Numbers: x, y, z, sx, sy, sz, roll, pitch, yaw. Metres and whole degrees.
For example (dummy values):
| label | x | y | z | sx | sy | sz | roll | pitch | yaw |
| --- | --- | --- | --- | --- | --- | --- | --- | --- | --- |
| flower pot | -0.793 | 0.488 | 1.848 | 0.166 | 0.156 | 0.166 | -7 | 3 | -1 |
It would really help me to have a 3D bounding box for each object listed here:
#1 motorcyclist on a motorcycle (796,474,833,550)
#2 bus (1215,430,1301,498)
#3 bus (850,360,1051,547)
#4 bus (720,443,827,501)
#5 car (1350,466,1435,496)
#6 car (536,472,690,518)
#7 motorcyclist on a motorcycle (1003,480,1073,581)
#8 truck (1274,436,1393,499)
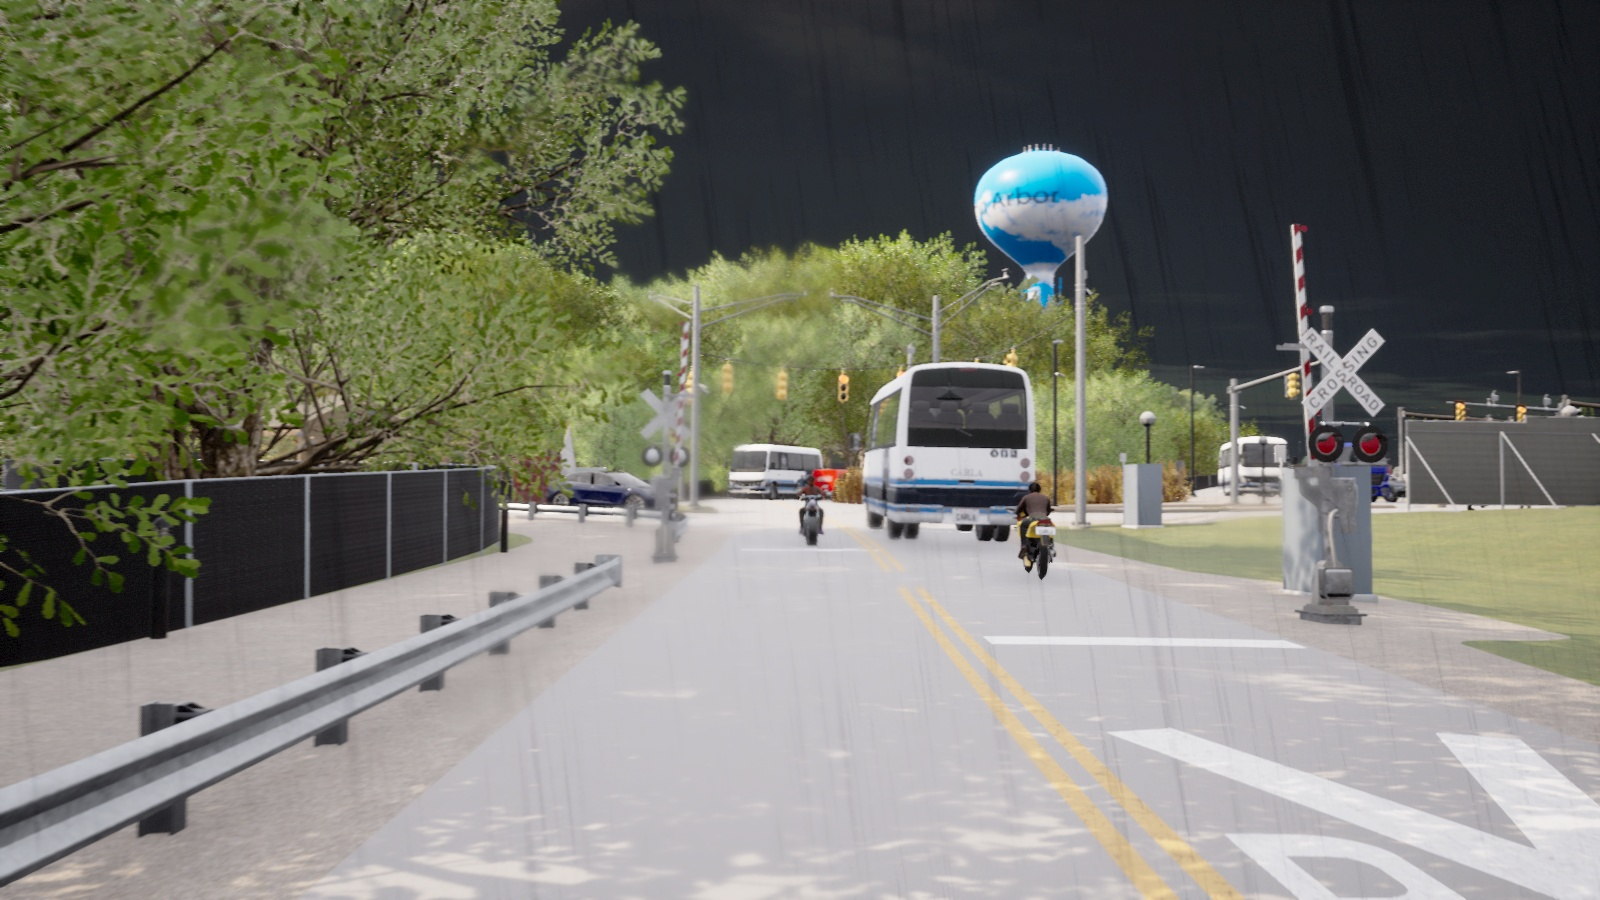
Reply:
| label | x | y | z | sx | sy | sz | roll | pitch | yaw |
| --- | --- | --- | --- | --- | --- | --- | --- | --- | --- |
| motorcyclist on a motorcycle | 0.313 | 1.390 | 28.874 | 0.766 | 1.649 | 2.350 | 0 | -1 | -2 |
| bus | 31.370 | 1.088 | 86.561 | 3.944 | 4.253 | 10.273 | 0 | -3 | 11 |
| bus | 3.679 | 0.174 | 34.107 | 3.944 | 4.253 | 10.273 | 1 | -1 | -1 |
| bus | -1.893 | 1.806 | 97.568 | 3.944 | 4.253 | 10.273 | -1 | -2 | 27 |
| car | 34.583 | 1.810 | 73.502 | 2.152 | 1.651 | 5.027 | 0 | -1 | -7 |
| car | -6.355 | 1.509 | 42.719 | 4.792 | 1.488 | 2.163 | 0 | -2 | 27 |
| motorcyclist on a motorcycle | 3.792 | 1.249 | 20.174 | 0.797 | 1.523 | 2.044 | 0 | -1 | 2 |
| truck | 30.940 | 1.028 | 73.232 | 2.891 | 3.462 | 7.936 | 0 | -1 | -6 |
